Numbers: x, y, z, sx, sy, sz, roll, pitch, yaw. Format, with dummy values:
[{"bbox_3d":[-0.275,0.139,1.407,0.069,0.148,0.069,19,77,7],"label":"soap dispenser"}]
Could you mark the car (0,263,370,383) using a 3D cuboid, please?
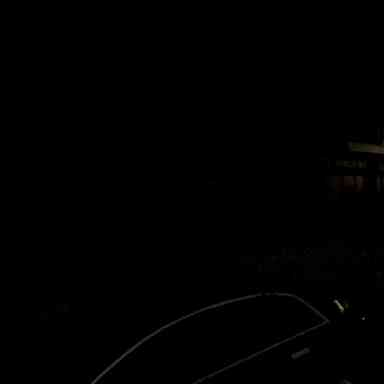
[{"bbox_3d":[-0.391,1.502,2.791,4.892,1.490,1.837,0,0,-35],"label":"car"}]
